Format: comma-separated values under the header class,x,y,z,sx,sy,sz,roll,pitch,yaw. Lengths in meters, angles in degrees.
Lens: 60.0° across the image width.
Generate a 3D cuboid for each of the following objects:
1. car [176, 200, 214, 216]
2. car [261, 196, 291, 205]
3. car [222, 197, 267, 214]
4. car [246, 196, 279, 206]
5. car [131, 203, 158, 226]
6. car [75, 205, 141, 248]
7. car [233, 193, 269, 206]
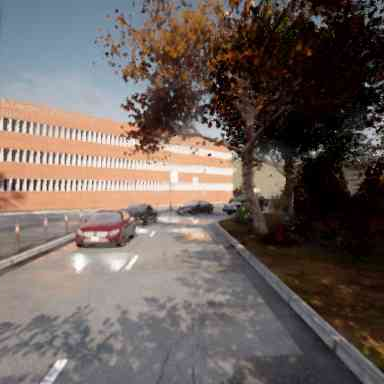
class,x,y,z,sx,sy,sz,roll,pitch,yaw
car,0.403,1.528,32.545,1.812,1.442,4.674,0,1,37
car,15.032,1.442,59.602,4.674,1.452,2.002,0,0,37
car,5.202,1.550,33.850,2.033,1.411,5.357,0,0,40
car,11.645,1.426,55.079,5.008,1.535,2.097,0,0,37
car,-3.710,1.565,23.507,1.837,1.490,4.892,0,0,7
car,-3.668,1.517,14.833,1.812,1.442,4.674,0,0,-1
car,8.241,1.194,50.566,5.566,2.045,2.435,0,0,37
